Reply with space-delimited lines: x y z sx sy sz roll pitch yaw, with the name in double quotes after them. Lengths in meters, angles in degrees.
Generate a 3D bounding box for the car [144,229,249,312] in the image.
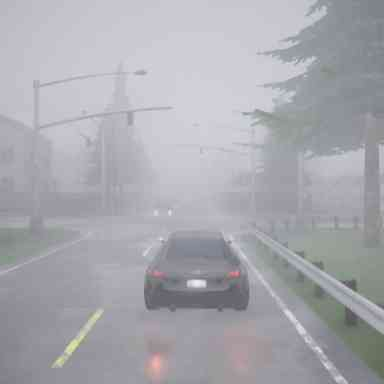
0.101 1.549 7.755 1.994 1.385 4.181 0 0 1 "car"

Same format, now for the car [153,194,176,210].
-3.395 1.399 41.604 1.882 1.535 5.008 0 0 0 "car"

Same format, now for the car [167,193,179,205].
-3.307 1.118 55.717 2.150 2.045 5.566 0 0 1 "car"
